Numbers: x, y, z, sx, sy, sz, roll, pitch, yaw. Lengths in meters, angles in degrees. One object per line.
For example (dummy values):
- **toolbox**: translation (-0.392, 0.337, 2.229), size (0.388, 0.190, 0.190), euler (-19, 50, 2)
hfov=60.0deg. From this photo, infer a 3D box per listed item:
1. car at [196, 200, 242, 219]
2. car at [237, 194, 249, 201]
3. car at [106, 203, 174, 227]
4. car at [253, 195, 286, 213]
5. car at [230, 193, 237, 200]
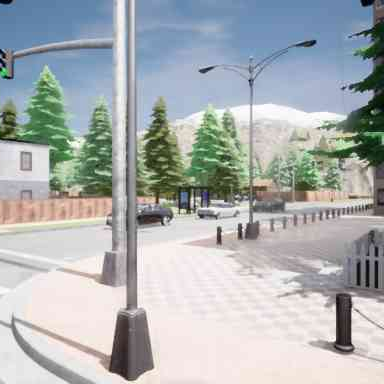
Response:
- **car**: translation (2.399, 1.585, 28.628), size (1.895, 1.301, 4.718), euler (0, 0, 37)
- **car**: translation (13.001, 1.143, 77.963), size (1.932, 1.855, 4.605), euler (0, 0, 36)
- **car**: translation (-3.223, 1.475, 21.240), size (2.128, 1.511, 4.902), euler (0, 0, 37)
- **car**: translation (8.594, 1.336, 36.734), size (2.097, 1.767, 4.553), euler (0, 0, 38)
- **car**: translation (10.737, 1.145, 79.124), size (1.905, 1.878, 3.866), euler (0, 0, 36)
